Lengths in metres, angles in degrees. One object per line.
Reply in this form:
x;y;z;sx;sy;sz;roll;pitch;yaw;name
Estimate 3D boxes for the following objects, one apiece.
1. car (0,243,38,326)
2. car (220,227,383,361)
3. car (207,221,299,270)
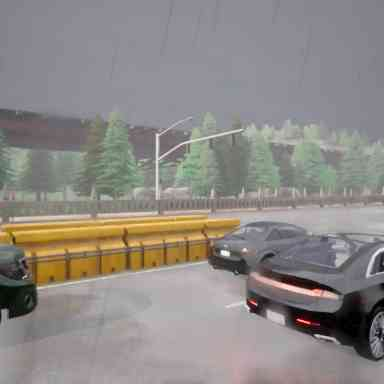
-5.130;1.222;4.393;5.566;2.045;2.150;0;0;-35;car
3.106;1.491;5.948;4.902;1.511;2.128;0;0;-36;car
2.496;1.564;9.809;4.181;1.385;1.994;0;0;-36;car
